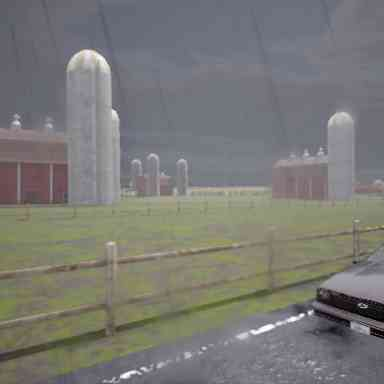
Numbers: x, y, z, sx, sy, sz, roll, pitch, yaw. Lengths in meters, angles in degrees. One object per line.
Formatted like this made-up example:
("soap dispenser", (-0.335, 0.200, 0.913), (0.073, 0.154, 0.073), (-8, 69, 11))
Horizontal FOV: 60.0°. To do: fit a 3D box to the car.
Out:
("car", (4.587, 1.570, 6.296), (5.357, 1.411, 2.033), (0, 0, -35))
